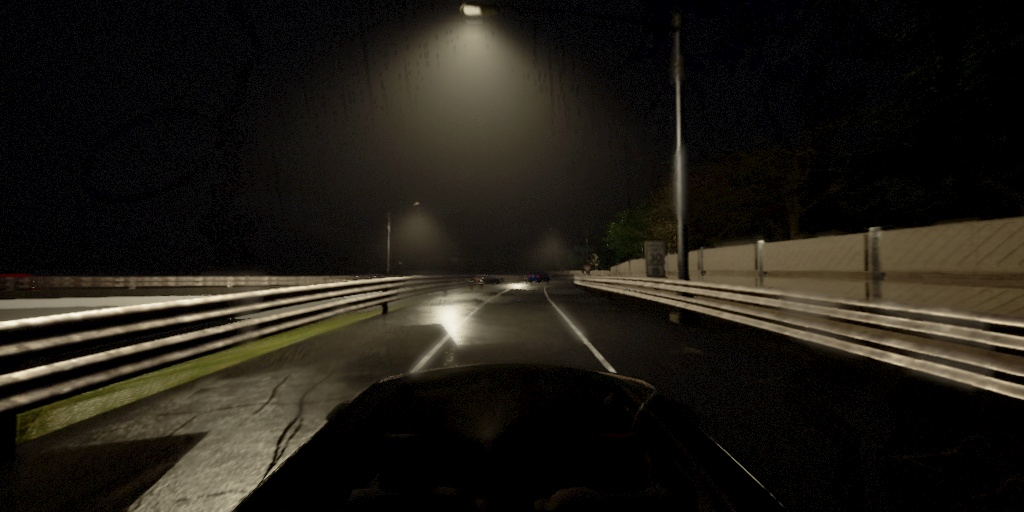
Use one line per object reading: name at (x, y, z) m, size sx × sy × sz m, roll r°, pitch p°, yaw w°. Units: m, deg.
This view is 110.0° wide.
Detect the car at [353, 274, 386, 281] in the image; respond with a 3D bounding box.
car at (-14.398, 2.665, 38.237) m, size 4.902 × 1.511 × 2.128 m, roll 3°, pitch -4°, yaw -44°

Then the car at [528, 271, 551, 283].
car at (4.856, 3.701, 62.986) m, size 2.150 × 2.045 × 5.566 m, roll -1°, pitch -3°, yaw 29°

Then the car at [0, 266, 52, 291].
car at (-34.120, 1.546, 23.070) m, size 5.566 × 2.045 × 2.150 m, roll 2°, pitch -3°, yaw -32°

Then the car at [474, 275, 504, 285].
car at (-3.409, 3.368, 50.492) m, size 2.033 × 1.411 × 5.357 m, roll -2°, pitch -4°, yaw 37°
